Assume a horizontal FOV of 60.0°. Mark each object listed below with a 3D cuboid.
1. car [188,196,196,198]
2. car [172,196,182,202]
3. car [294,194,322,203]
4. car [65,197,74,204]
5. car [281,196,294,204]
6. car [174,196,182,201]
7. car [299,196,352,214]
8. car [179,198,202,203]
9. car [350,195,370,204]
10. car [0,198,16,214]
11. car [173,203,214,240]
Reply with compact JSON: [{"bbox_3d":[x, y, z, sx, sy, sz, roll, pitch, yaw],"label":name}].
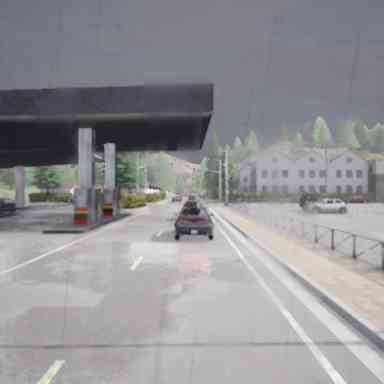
[{"bbox_3d":[0.087,1.530,37.245,1.837,1.490,4.892,0,0,0],"label":"car"},{"bbox_3d":[-3.521,1.604,75.276,1.994,1.385,4.181,0,0,0],"label":"car"},{"bbox_3d":[13.266,1.101,35.107,3.866,1.878,1.905,0,0,-1],"label":"car"},{"bbox_3d":[-19.471,1.356,57.614,4.902,1.511,2.128,1,0,0],"label":"car"},{"bbox_3d":[17.945,1.339,57.749,4.902,1.511,2.128,0,0,0],"label":"car"},{"bbox_3d":[-3.523,1.653,85.271,1.895,1.301,4.718,0,0,0],"label":"car"},{"bbox_3d":[12.676,1.383,31.779,3.806,1.475,1.970,0,0,-1],"label":"car"},{"bbox_3d":[0.092,1.496,27.267,1.882,1.535,5.008,0,0,0],"label":"car"},{"bbox_3d":[28.187,1.325,57.785,5.008,1.535,1.882,0,0,0],"label":"car"},{"bbox_3d":[-20.737,1.505,35.442,2.242,1.667,4.611,0,0,-1],"label":"car"},{"bbox_3d":[0.095,1.517,17.104,1.837,1.490,4.892,0,0,0],"label":"car"}]
